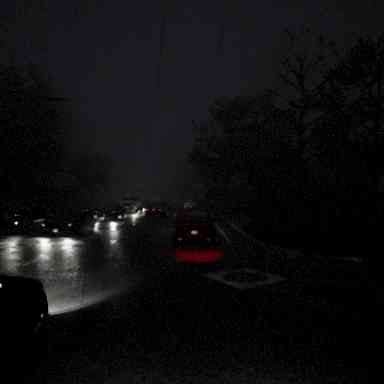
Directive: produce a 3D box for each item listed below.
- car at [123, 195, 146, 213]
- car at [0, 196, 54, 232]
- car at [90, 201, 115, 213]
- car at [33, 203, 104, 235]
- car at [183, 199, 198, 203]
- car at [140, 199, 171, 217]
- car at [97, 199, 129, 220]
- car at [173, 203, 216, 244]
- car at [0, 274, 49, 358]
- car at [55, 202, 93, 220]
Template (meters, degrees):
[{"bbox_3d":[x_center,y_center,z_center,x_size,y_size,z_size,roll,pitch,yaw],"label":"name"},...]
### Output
[{"bbox_3d":[-7.292,1.378,40.030,2.150,2.045,5.566,0,0,-1],"label":"car"},{"bbox_3d":[-10.600,1.304,21.044,2.150,2.045,5.566,0,0,2],"label":"car"},{"bbox_3d":[-10.793,1.759,40.451,1.895,1.301,4.718,0,0,-1],"label":"car"},{"bbox_3d":[-7.090,1.625,19.818,2.033,1.411,5.357,0,0,-1],"label":"car"},{"bbox_3d":[-0.220,1.694,43.147,1.812,1.442,4.674,0,0,-1],"label":"car"},{"bbox_3d":[-3.507,1.675,32.643,2.033,1.411,5.357,0,0,-1],"label":"car"},{"bbox_3d":[-7.178,1.641,29.396,1.812,1.442,4.674,0,0,0],"label":"car"},{"bbox_3d":[0.090,1.542,16.321,1.882,1.535,5.008,0,0,0],"label":"car"},{"bbox_3d":[-3.402,1.580,3.929,1.994,1.385,4.181,0,0,0],"label":"car"},{"bbox_3d":[-10.688,1.683,30.429,1.994,1.385,4.181,0,0,-1],"label":"car"}]
